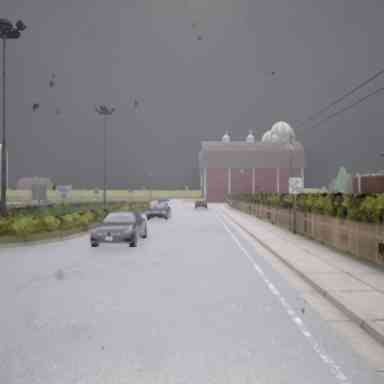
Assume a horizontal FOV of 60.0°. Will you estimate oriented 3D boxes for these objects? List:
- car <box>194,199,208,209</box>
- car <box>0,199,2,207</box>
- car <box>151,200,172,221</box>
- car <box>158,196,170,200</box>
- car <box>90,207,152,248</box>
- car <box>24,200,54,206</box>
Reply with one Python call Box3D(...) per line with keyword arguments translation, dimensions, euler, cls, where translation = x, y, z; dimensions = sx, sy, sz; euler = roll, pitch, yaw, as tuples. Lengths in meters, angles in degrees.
Box3D(translation=(1.370, 1.793, 50.631), dimensions=(1.837, 1.490, 4.892), euler=(0, 0, 1), cls="car")
Box3D(translation=(-24.984, 1.530, 39.781), dimensions=(4.605, 1.855, 1.932), euler=(0, 0, 1), cls="car")
Box3D(translation=(-2.842, 1.715, 29.611), dimensions=(2.033, 1.411, 5.357), euler=(0, 0, 2), cls="car")
Box3D(translation=(-7.293, 1.850, 87.346), dimensions=(2.097, 1.767, 4.553), euler=(0, 0, 15), cls="car")
Box3D(translation=(-3.232, 1.614, 15.529), dimensions=(1.812, 1.442, 4.674), euler=(0, 0, 2), cls="car")
Box3D(translation=(-19.570, 1.746, 42.804), dimensions=(1.837, 1.490, 4.892), euler=(0, -1, 12), cls="car")
